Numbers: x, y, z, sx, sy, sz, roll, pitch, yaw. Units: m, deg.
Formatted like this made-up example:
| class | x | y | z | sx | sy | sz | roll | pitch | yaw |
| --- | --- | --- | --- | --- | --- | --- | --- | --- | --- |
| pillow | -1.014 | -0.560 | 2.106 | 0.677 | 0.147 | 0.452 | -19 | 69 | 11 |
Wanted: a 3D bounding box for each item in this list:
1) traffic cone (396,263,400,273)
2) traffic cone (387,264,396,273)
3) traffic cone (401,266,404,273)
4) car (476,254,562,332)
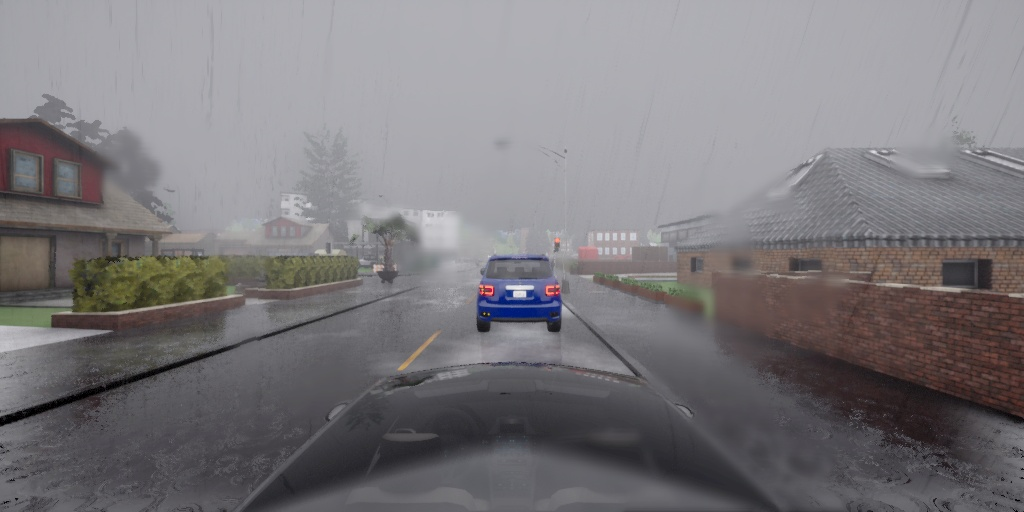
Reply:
| class | x | y | z | sx | sy | sz | roll | pitch | yaw |
| --- | --- | --- | --- | --- | --- | --- | --- | --- | --- |
| traffic cone | -15.073 | 1.554 | 46.401 | 0.344 | 0.586 | 0.344 | 0 | 0 | 0 |
| traffic cone | -15.438 | 1.558 | 45.834 | 0.344 | 0.586 | 0.344 | 0 | 0 | 0 |
| traffic cone | -14.066 | 1.579 | 47.434 | 0.344 | 0.586 | 0.344 | 0 | 0 | 0 |
| car | 0.181 | 0.971 | 10.961 | 2.150 | 2.045 | 5.566 | 0 | 0 | 0 |
